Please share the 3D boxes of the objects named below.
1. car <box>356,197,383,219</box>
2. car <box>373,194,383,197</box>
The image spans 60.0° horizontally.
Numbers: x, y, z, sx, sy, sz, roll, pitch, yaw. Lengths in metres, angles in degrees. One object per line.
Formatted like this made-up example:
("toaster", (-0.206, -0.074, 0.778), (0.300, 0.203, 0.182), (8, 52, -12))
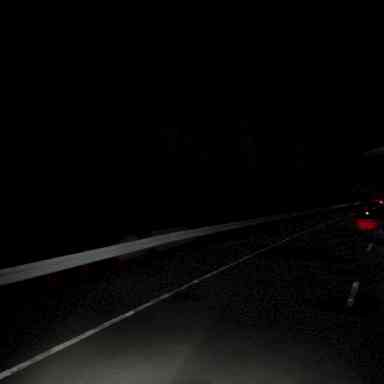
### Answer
("car", (15.970, 1.505, 29.670), (1.837, 1.490, 4.892), (0, 0, 35))
("car", (22.005, 1.221, 38.224), (2.150, 2.045, 5.566), (0, 0, 35))
